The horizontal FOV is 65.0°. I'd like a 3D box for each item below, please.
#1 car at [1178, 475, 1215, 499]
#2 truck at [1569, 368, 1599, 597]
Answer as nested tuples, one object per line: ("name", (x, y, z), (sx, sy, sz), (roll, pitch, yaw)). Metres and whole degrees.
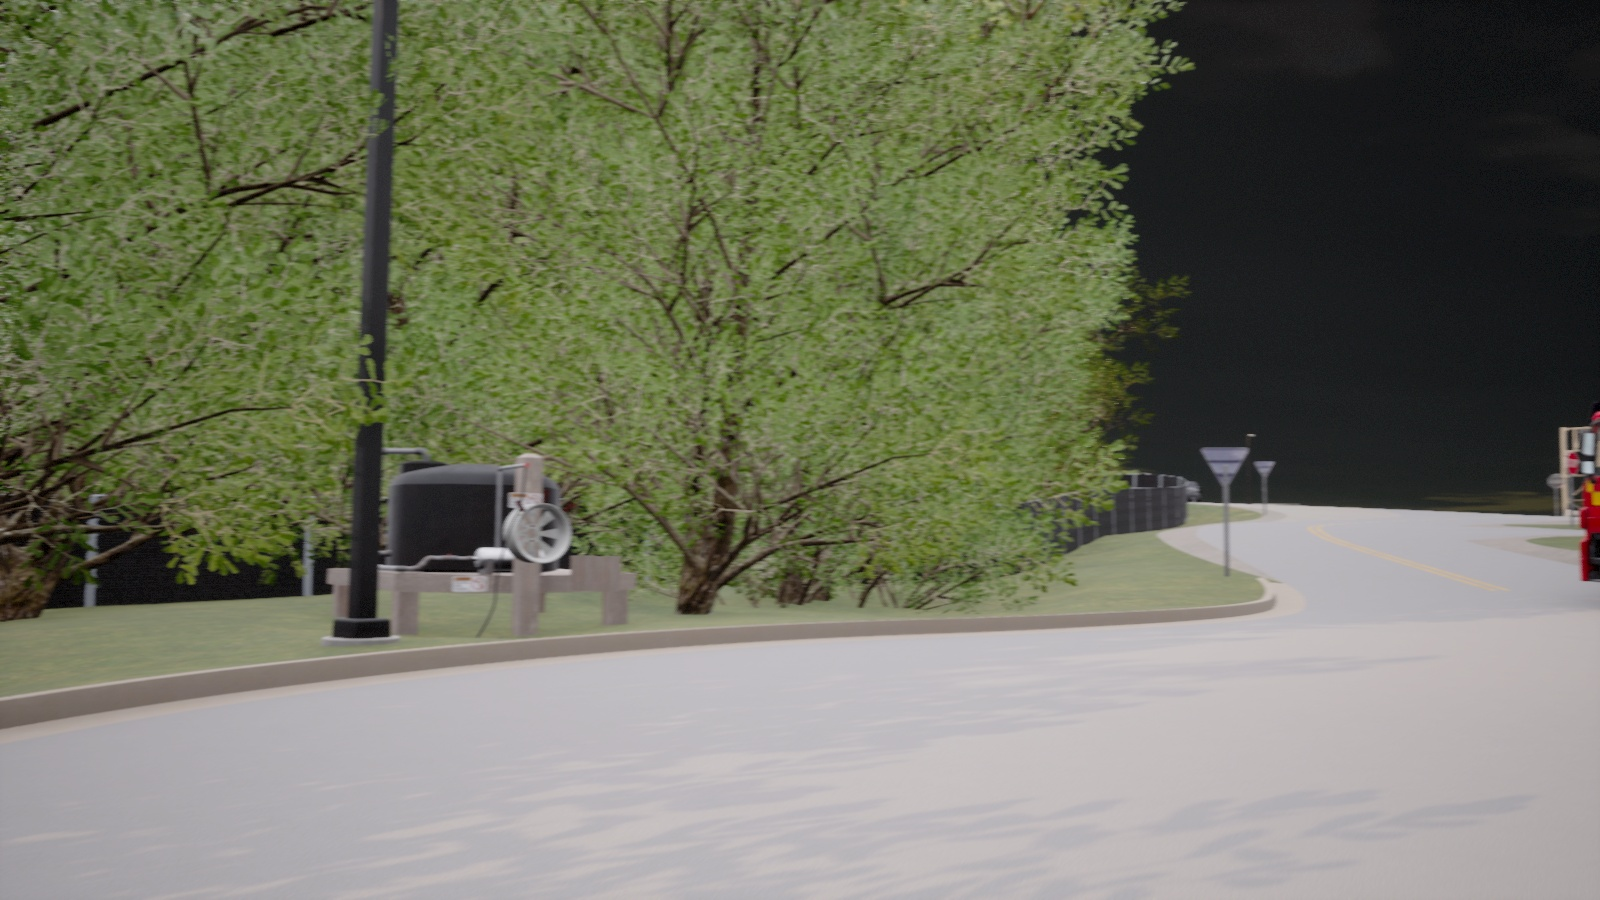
("car", (26.587, 2.498, 84.135), (2.128, 1.511, 4.902), (1, -3, 20))
("truck", (14.779, 0.385, 17.530), (2.891, 3.827, 8.468), (0, -3, 1))
